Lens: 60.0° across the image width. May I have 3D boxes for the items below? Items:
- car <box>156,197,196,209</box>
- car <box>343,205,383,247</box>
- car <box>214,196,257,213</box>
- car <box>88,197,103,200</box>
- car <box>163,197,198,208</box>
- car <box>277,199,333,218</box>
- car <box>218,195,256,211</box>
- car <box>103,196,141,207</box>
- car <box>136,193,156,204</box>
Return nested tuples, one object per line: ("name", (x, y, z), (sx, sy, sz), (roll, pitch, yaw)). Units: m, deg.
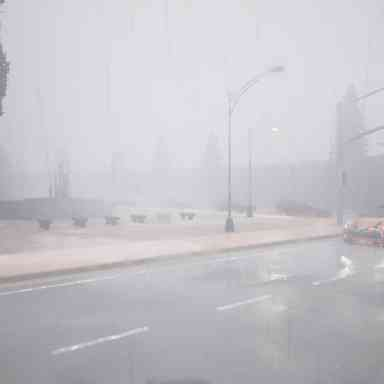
("car", (-2.136, 1.505, 45.165), (4.892, 1.490, 1.837), (0, 0, 38))
("car", (8.492, 1.352, 14.270), (4.553, 1.767, 2.097), (0, 0, -35))
("car", (4.845, 1.547, 38.117), (2.033, 1.411, 5.357), (0, 0, -38))
("car", (-19.309, 1.601, 64.083), (4.718, 1.301, 1.895), (0, 0, 10))
("car", (-1.782, 1.477, 49.258), (5.008, 1.535, 1.882), (0, 0, 35))
("car", (10.476, 1.525, 30.403), (1.812, 1.442, 4.674), (0, 0, -35))
("car", (5.645, 1.352, 42.424), (2.097, 1.767, 4.553), (0, 0, -42))
("car", (-10.653, 1.601, 50.498), (4.718, 1.301, 1.895), (0, 0, 25))
("car", (-9.154, 1.221, 61.281), (5.566, 2.045, 2.150), (0, 0, 22))
